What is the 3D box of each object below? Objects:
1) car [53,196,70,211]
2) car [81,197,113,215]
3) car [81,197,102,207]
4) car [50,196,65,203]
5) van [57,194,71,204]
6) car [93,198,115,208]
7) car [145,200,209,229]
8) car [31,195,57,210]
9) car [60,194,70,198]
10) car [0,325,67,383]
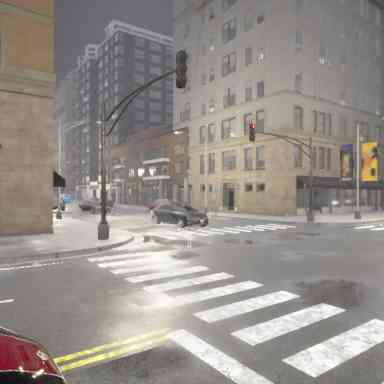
[{"bbox_3d":[-16.051,1.520,38.494,1.947,1.339,4.313,0,0,-35],"label":"car"},{"bbox_3d":[-9.876,1.458,34.134,2.128,1.511,4.902,0,0,-35],"label":"car"},{"bbox_3d":[-15.868,1.508,52.168,1.752,1.417,4.829,0,0,-35],"label":"car"},{"bbox_3d":[-28.333,1.561,69.863,1.947,1.339,4.313,0,0,-35],"label":"car"},{"bbox_3d":[-25.192,1.333,65.405,1.690,1.788,3.998,0,0,-35],"label":"van"},{"bbox_3d":[-12.630,1.564,47.570,1.802,1.307,4.206,0,0,-35],"label":"car"},{"bbox_3d":[-0.891,1.486,21.643,1.837,1.490,4.892,0,0,-38],"label":"car"},{"bbox_3d":[-19.190,1.268,42.953,2.192,1.841,5.009,0,0,-35],"label":"car"},{"bbox_3d":[-19.438,1.440,47.779,1.882,1.535,5.008,0,0,-35],"label":"car"},{"bbox_3d":[-2.843,1.352,1.441,4.553,1.767,2.097,0,0,-36],"label":"car"}]
